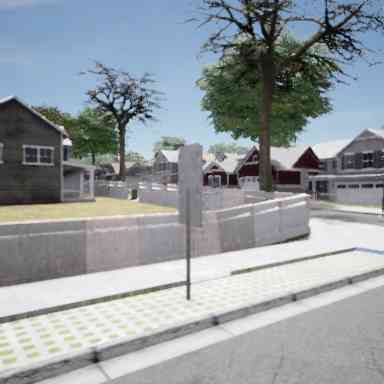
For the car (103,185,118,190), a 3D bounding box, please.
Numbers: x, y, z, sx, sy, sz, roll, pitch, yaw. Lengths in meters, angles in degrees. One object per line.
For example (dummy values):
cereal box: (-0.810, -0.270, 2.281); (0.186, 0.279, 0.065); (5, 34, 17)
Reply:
car: (-12.480, -0.736, 50.730); (1.812, 1.442, 4.674); (0, 2, -34)
